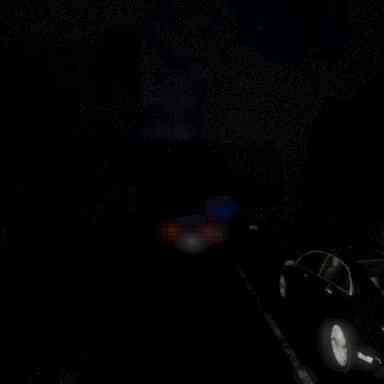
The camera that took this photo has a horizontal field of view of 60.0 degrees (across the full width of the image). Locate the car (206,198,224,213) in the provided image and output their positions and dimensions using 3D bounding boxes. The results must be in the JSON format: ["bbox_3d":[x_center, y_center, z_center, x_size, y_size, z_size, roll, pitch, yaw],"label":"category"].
[{"bbox_3d":[2.593,1.493,38.187,1.752,1.417,4.829,0,0,0],"label":"car"}]

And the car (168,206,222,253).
[{"bbox_3d":[0.034,1.507,13.559,1.812,1.442,4.674,0,0,0],"label":"car"}]

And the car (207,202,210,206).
[{"bbox_3d":[2.601,1.409,32.579,1.967,1.590,4.097,0,0,0],"label":"car"}]

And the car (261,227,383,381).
[{"bbox_3d":[2.636,1.543,5.391,2.008,1.369,4.403,0,0,0],"label":"car"}]

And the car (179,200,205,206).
[{"bbox_3d":[0.011,1.477,27.893,1.837,1.490,4.892,0,0,0],"label":"car"}]

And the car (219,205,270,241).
[{"bbox_3d":[2.622,1.545,16.266,1.947,1.339,4.313,0,0,0],"label":"car"}]

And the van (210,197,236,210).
[{"bbox_3d":[2.609,1.312,27.141,1.690,1.788,3.998,0,0,0],"label":"van"}]
